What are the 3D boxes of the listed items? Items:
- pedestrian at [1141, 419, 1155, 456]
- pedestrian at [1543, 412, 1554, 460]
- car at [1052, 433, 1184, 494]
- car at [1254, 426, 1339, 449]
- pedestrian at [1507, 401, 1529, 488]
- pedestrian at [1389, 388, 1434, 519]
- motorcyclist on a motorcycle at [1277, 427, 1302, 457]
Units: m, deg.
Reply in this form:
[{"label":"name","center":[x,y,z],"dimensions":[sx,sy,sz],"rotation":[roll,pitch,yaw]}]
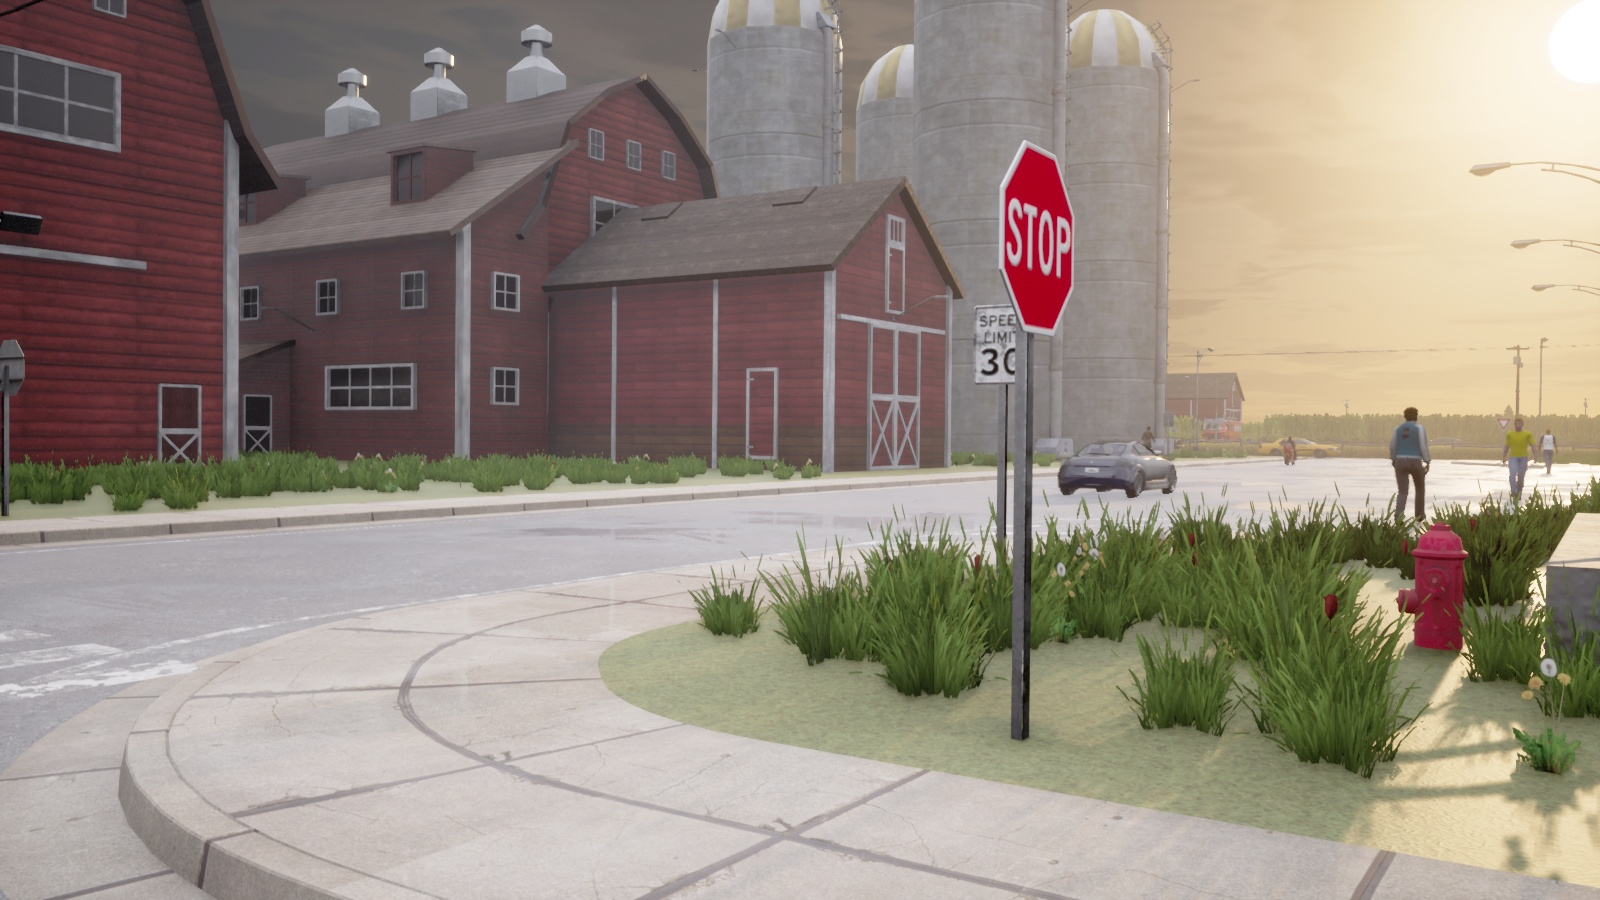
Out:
[{"label":"pedestrian","center":[16.872,-0.600,60.879],"dimensions":[0.328,1.805,0.869],"rotation":[0,1,38]},{"label":"pedestrian","center":[29.072,-0.543,48.776],"dimensions":[0.354,1.836,0.706],"rotation":[0,1,32]},{"label":"car","center":[8.056,0.289,31.594],"dimensions":[1.994,1.385,4.181],"rotation":[0,1,33]},{"label":"car","center":[35.128,-0.864,88.873],"dimensions":[5.366,1.575,1.801],"rotation":[0,1,33]},{"label":"pedestrian","center":[15.440,-0.122,27.011],"dimensions":[0.354,1.836,0.706],"rotation":[0,1,35]},{"label":"pedestrian","center":[9.188,0.046,18.862],"dimensions":[0.692,1.930,0.396],"rotation":[-1,1,-44]},{"label":"motorcyclist on a motorcycle","center":[25.485,-0.412,65.350],"dimensions":[0.797,1.523,2.044],"rotation":[0,1,33]}]
